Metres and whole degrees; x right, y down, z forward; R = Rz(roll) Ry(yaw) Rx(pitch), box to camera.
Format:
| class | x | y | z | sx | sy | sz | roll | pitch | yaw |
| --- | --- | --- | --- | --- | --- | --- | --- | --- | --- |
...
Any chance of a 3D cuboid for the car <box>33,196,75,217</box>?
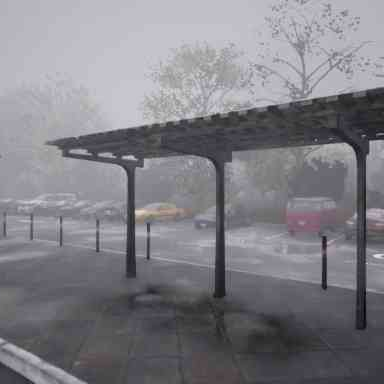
| class | x | y | z | sx | sy | sz | roll | pitch | yaw |
| --- | --- | --- | --- | --- | --- | --- | --- | --- | --- |
| car | -11.537 | 1.449 | 30.839 | 2.097 | 1.535 | 5.008 | 0 | 0 | 35 |

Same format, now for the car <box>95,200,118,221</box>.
| class | x | y | z | sx | sy | sz | roll | pitch | yaw |
| --- | --- | --- | --- | --- | --- | --- | --- | --- | --- |
| car | -4.728 | 1.494 | 26.047 | 2.163 | 1.488 | 4.792 | 0 | 0 | 35 |

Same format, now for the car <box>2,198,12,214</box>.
| class | x | y | z | sx | sy | sz | roll | pitch | yaw |
| --- | --- | --- | --- | --- | --- | --- | --- | --- | --- |
| car | -16.073 | 1.441 | 34.038 | 2.231 | 1.521 | 4.892 | 0 | 0 | 35 |

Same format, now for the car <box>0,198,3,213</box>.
| class | x | y | z | sx | sy | sz | roll | pitch | yaw |
| --- | --- | --- | --- | --- | --- | --- | --- | --- | --- |
| car | -18.339 | 1.432 | 35.644 | 2.097 | 1.535 | 5.008 | 0 | 0 | 35 |

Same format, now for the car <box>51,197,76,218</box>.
| class | x | y | z | sx | sy | sz | roll | pitch | yaw |
| --- | --- | --- | --- | --- | --- | --- | --- | --- | --- |
| car | -9.271 | 1.454 | 29.235 | 2.097 | 1.535 | 5.008 | 0 | 0 | 35 |

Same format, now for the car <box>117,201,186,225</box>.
| class | x | y | z | sx | sy | sz | roll | pitch | yaw |
| --- | --- | --- | --- | --- | --- | --- | --- | --- | --- |
| car | -2.587 | 1.467 | 24.267 | 1.946 | 1.575 | 5.366 | 0 | 0 | 35 |

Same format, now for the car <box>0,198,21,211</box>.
| class | x | y | z | sx | sy | sz | roll | pitch | yaw |
| --- | --- | --- | --- | --- | --- | --- | --- | --- | --- |
| car | -22.882 | 1.441 | 38.832 | 2.163 | 1.488 | 4.792 | 1 | 0 | 35 |

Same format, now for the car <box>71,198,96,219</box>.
| class | x | y | z | sx | sy | sz | roll | pitch | yaw |
| --- | --- | --- | --- | --- | --- | --- | --- | --- | --- |
| car | -7.005 | 1.461 | 27.632 | 2.231 | 1.521 | 4.892 | 0 | 0 | 35 |

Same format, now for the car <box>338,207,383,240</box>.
| class | x | y | z | sx | sy | sz | roll | pitch | yaw |
| --- | --- | --- | --- | --- | --- | --- | --- | --- | --- |
| car | 8.843 | 1.535 | 16.396 | 2.002 | 1.452 | 4.674 | 0 | 0 | 35 |

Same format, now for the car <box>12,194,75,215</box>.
| class | x | y | z | sx | sy | sz | roll | pitch | yaw |
| --- | --- | --- | --- | --- | --- | --- | --- | --- | --- |
| car | -13.821 | 1.193 | 32.416 | 2.435 | 2.045 | 5.566 | 0 | 0 | 35 |

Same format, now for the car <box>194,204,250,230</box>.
| class | x | y | z | sx | sy | sz | roll | pitch | yaw |
| --- | --- | --- | --- | --- | --- | --- | --- | --- | --- |
| car | 2.034 | 1.509 | 21.186 | 2.163 | 1.488 | 4.792 | 0 | 0 | 35 |

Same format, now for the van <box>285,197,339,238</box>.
| class | x | y | z | sx | sy | sz | roll | pitch | yaw |
| --- | --- | --- | --- | --- | --- | --- | --- | --- | --- |
| van | 6.648 | 1.264 | 18.097 | 1.878 | 1.987 | 4.442 | 0 | 0 | 35 |
